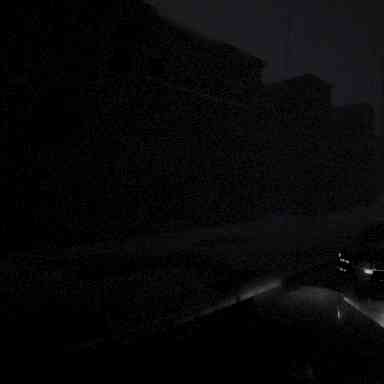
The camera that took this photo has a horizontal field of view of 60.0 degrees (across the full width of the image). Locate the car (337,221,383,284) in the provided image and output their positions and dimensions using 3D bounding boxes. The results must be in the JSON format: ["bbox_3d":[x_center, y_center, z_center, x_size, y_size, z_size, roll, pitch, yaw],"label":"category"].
[{"bbox_3d":[5.763,1.634,9.539,1.837,1.490,4.892,-1,-1,43],"label":"car"}]
